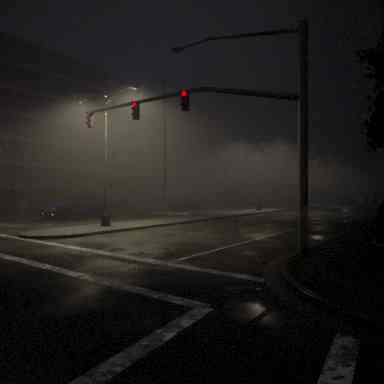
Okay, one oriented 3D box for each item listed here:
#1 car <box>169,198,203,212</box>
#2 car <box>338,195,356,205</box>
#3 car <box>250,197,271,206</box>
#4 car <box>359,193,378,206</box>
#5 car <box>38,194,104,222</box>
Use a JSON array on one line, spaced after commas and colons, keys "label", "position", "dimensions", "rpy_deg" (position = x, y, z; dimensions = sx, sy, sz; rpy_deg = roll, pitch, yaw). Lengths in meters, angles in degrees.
[{"label": "car", "position": [-0.670, 1.477, 39.370], "dimensions": [1.882, 1.535, 5.008], "rpy_deg": [0, 0, 36]}, {"label": "car", "position": [26.656, 1.352, 57.155], "dimensions": [2.097, 1.767, 4.553], "rpy_deg": [0, 0, 36]}, {"label": "car", "position": [11.693, 1.547, 56.275], "dimensions": [2.033, 1.411, 5.357], "rpy_deg": [0, 0, 36]}, {"label": "car", "position": [28.722, 1.221, 54.041], "dimensions": [2.150, 2.045, 5.566], "rpy_deg": [0, 0, 36]}, {"label": "car", "position": [-9.544, 1.218, 27.121], "dimensions": [2.150, 2.045, 5.566], "rpy_deg": [0, 0, 36]}]
